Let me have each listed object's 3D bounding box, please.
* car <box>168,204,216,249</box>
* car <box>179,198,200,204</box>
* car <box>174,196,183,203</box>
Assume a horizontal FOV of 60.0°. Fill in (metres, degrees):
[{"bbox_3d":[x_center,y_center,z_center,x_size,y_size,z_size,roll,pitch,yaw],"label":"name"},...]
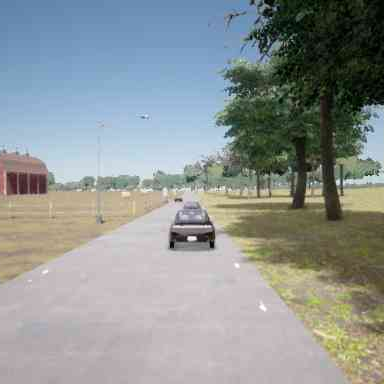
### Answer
[{"bbox_3d":[0.000,1.499,14.653,2.128,1.511,4.902,0,0,0],"label":"car"},{"bbox_3d":[-0.001,1.544,29.655,1.812,1.442,4.674,0,0,0],"label":"car"},{"bbox_3d":[-2.751,1.545,68.723,1.895,1.301,4.718,0,0,0],"label":"car"}]
